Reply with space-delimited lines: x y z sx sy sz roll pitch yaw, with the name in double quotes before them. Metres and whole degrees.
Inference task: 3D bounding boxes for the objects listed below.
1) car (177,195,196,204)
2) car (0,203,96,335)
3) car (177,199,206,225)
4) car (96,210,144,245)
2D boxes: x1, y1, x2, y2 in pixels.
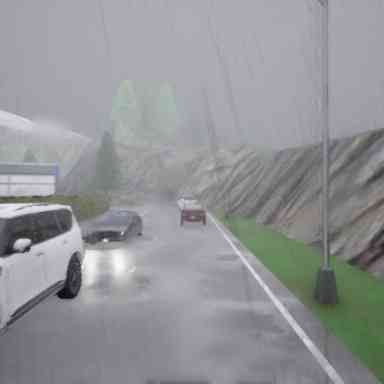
"car" -0.691 1.425 43.570 2.150 2.045 5.566 0 0 -8
"car" -3.586 1.249 5.694 2.150 2.045 5.566 0 0 0
"car" 0.092 1.597 25.430 1.882 1.535 5.008 0 0 0
"car" -3.546 1.625 16.342 2.033 1.411 5.357 0 0 0
